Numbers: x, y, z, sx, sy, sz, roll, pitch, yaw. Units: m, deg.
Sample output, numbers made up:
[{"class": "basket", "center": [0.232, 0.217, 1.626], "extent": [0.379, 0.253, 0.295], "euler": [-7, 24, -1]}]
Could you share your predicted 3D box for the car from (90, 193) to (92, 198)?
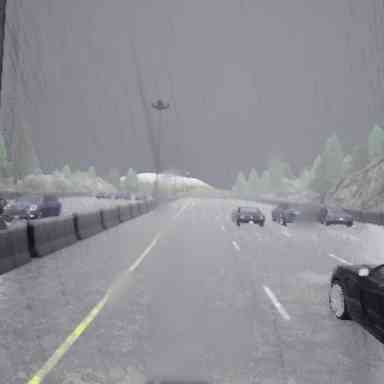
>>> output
[{"class": "car", "center": [-19.861, 0.511, 70.012], "extent": [2.128, 1.511, 4.902], "euler": [2, 0, 1]}]

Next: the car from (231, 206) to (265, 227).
[{"class": "car", "center": [3.920, 1.695, 23.975], "extent": [1.895, 1.301, 4.718], "euler": [2, 0, 1]}]

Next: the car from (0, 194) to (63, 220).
[{"class": "car", "center": [-10.295, 0.903, 21.899], "extent": [2.097, 1.767, 4.553], "euler": [2, 0, 1]}]

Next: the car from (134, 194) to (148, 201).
[{"class": "car", "center": [-9.507, 1.006, 62.749], "extent": [2.033, 1.411, 5.357], "euler": [2, 0, 1]}]

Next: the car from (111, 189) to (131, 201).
[{"class": "car", "center": [-12.995, 0.550, 62.767], "extent": [2.150, 2.045, 5.566], "euler": [2, 0, 1]}]

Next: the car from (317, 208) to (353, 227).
[{"class": "car", "center": [10.958, 1.923, 26.338], "extent": [1.994, 1.385, 4.181], "euler": [2, 0, 1]}]

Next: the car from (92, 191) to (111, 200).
[{"class": "car", "center": [-16.509, 0.792, 62.423], "extent": [1.895, 1.301, 4.718], "euler": [2, 0, 1]}]

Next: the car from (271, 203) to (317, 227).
[{"class": "car", "center": [7.449, 1.578, 25.258], "extent": [2.097, 1.767, 4.553], "euler": [2, 0, 1]}]

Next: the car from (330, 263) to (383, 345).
[{"class": "car", "center": [3.586, 1.611, 4.506], "extent": [1.882, 1.535, 5.008], "euler": [2, 0, 1]}]
